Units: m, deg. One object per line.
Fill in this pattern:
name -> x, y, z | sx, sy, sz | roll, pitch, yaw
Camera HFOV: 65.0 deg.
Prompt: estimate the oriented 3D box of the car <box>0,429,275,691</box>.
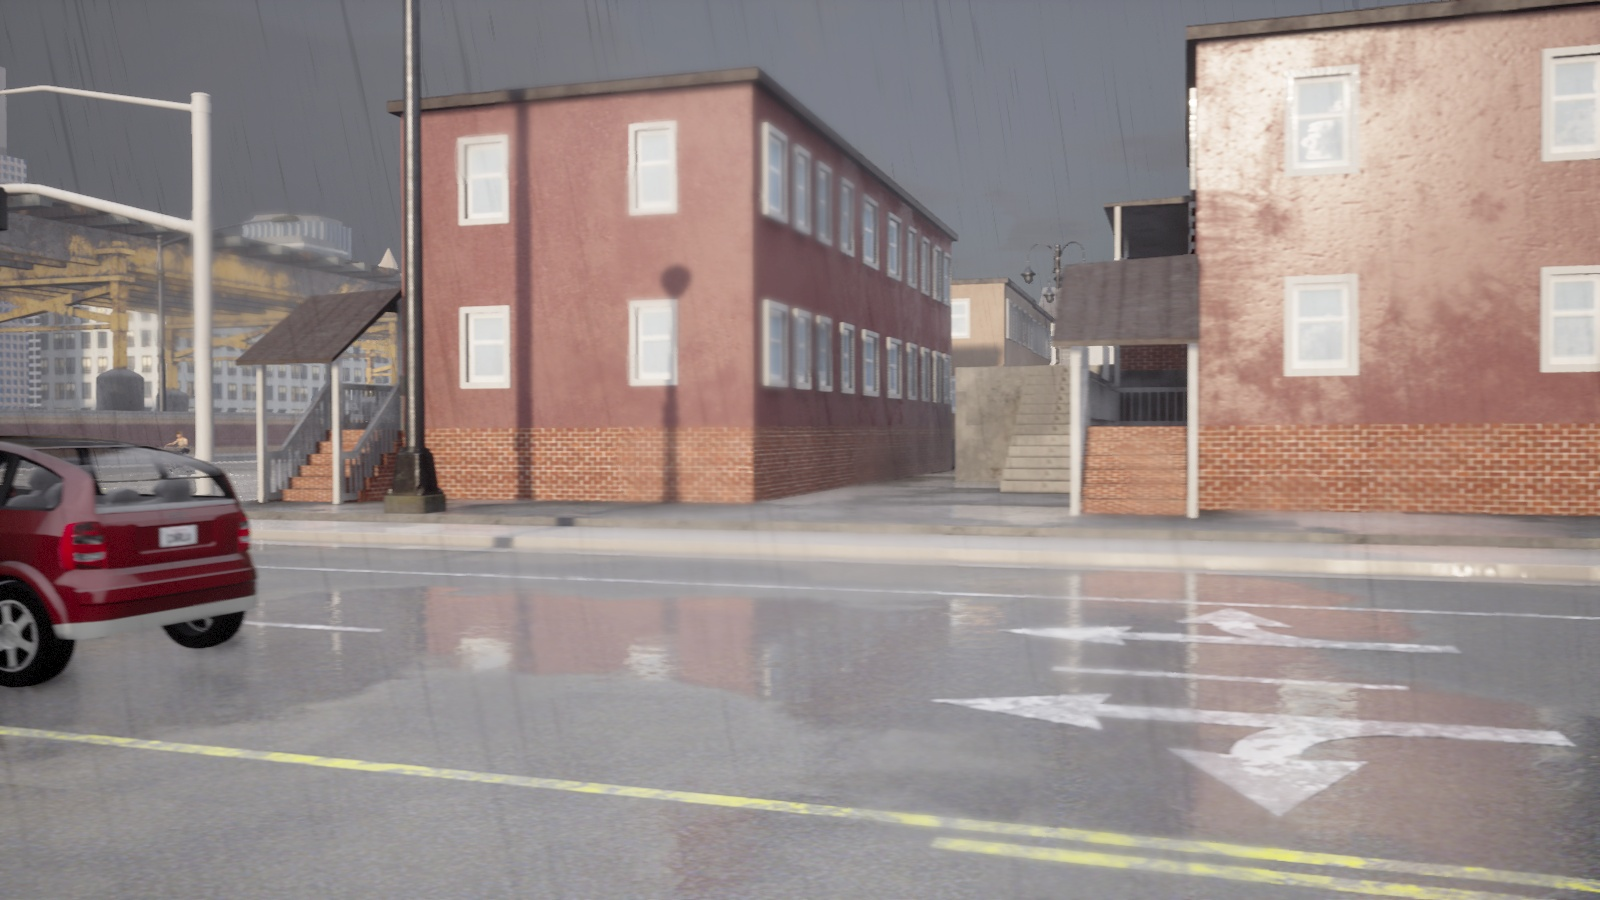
car -> -5.855, 0.637, 8.854 | 3.705, 1.549, 1.789 | 0, 1, 19
